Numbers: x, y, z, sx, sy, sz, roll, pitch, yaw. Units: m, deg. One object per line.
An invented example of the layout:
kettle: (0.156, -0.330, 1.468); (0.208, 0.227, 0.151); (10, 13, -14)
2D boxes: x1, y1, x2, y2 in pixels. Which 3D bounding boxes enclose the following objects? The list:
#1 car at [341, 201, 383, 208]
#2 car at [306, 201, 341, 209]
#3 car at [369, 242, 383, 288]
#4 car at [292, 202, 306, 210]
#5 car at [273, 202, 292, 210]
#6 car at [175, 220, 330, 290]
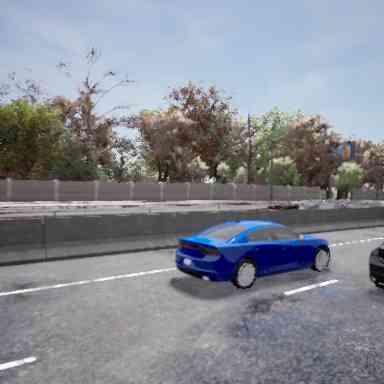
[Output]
car: (17.706, 1.679, 33.826); (4.553, 1.767, 2.097); (1, 0, -35)
car: (15.279, 1.870, 36.399); (5.357, 1.411, 2.033); (1, 0, -35)
car: (6.247, 1.597, 8.208); (4.892, 1.490, 1.837); (1, 0, -36)
car: (14.899, 1.835, 40.420); (4.902, 1.511, 2.128); (1, -1, -35)
car: (12.728, 1.941, 43.171); (4.718, 1.301, 1.895); (1, 0, -35)
car: (1.906, 1.543, 9.408); (5.008, 1.535, 1.882); (1, 0, -36)
